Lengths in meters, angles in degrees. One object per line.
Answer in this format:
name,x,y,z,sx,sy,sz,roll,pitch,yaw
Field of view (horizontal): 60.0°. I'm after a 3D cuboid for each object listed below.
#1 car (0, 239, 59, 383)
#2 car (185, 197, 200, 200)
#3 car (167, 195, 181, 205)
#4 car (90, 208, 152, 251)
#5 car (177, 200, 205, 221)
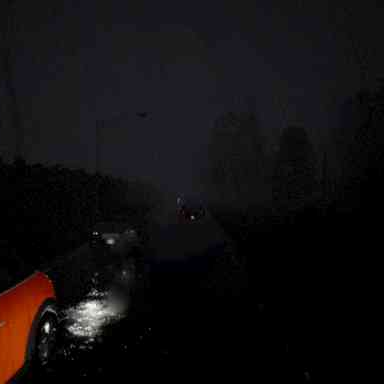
car,-2.850,1.348,2.605,2.097,1.767,4.553,0,0,0
car,0.049,1.377,44.692,1.882,1.535,5.008,0,0,0
car,-2.861,1.219,53.725,2.097,1.767,4.553,0,0,0
car,-2.848,1.468,14.095,2.128,1.511,4.902,0,0,0
car,0.053,1.552,26.444,1.895,1.301,4.718,0,0,0
